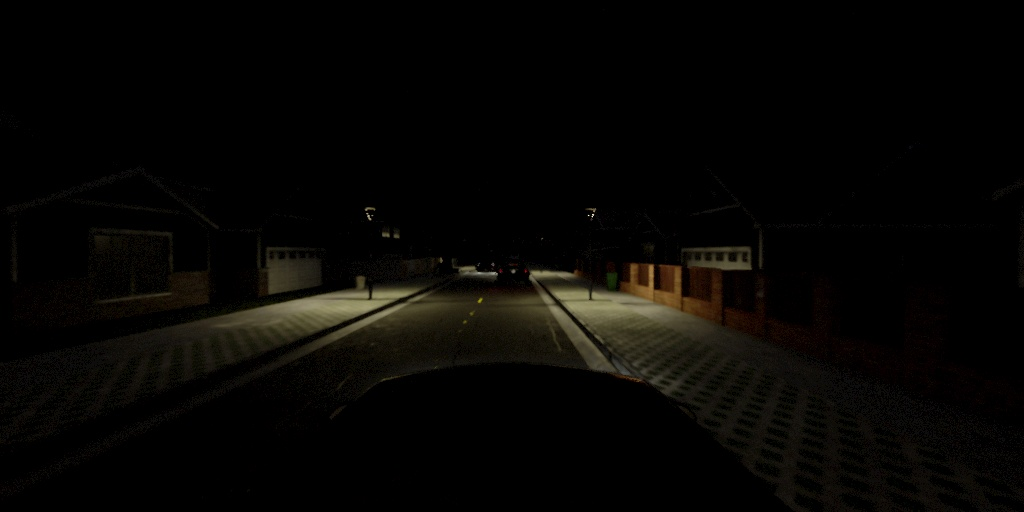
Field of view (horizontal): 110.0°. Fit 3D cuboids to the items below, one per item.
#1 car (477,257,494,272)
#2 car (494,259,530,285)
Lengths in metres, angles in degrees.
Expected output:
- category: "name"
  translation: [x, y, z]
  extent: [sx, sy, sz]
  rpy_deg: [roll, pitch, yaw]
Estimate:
- category: "car"
  translation: [-2.863, 0.913, 41.317]
  extent: [2.097, 1.767, 4.553]
  rpy_deg: [0, 0, 0]
- category: "car"
  translation: [0.085, 0.995, 24.643]
  extent: [2.097, 1.767, 4.553]
  rpy_deg: [0, 0, 0]
